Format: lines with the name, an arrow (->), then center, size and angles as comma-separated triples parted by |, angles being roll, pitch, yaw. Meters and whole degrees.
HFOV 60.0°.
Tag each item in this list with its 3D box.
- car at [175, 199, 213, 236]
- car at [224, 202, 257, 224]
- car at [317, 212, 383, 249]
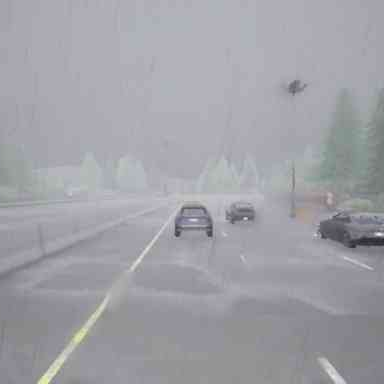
car -> 0.083, 1.431, 18.418 | 2.033, 1.649, 4.856 | 0, 0, 0
car -> 3.567, 1.508, 24.597 | 1.837, 1.490, 4.892 | 0, 0, 0
car -> 7.090, 1.566, 14.597 | 1.994, 1.385, 4.181 | 0, 0, 0
